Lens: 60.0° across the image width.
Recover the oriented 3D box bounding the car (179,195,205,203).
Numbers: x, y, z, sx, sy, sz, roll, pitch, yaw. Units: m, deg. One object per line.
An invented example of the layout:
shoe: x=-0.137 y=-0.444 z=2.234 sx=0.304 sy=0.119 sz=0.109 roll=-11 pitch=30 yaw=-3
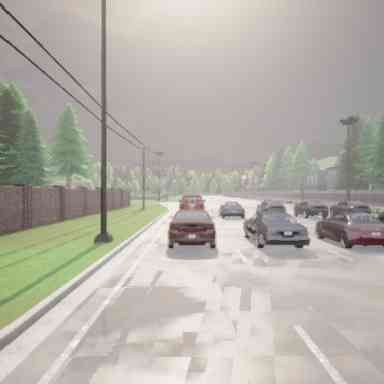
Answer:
car: x=0.000 y=1.255 z=29.680 sx=2.150 sy=2.045 sz=5.566 roll=0 pitch=0 yaw=0

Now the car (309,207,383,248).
car: x=7.000 y=1.570 z=14.650 sx=1.994 sy=1.385 sz=4.181 roll=0 pitch=0 yaw=0

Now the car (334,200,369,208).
car: x=14.000 y=1.514 z=29.650 sx=1.837 sy=1.490 sz=4.892 roll=0 pitch=0 yaw=0

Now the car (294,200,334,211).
car: x=10.500 y=1.514 z=29.650 sx=1.837 sy=1.490 sz=4.892 roll=0 pitch=0 yaw=0

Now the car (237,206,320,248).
car: x=3.500 y=1.560 z=14.650 sx=2.033 sy=1.411 sz=5.357 roll=0 pitch=0 yaw=0

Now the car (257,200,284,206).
car: x=7.000 y=1.514 z=29.650 sx=1.837 sy=1.490 sz=4.892 roll=0 pitch=0 yaw=0

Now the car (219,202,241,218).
car: x=3.500 y=1.570 z=29.650 sx=1.994 sy=1.385 sz=4.181 roll=0 pitch=0 yaw=0

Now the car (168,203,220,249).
car: x=0.000 y=1.482 z=14.650 sx=1.882 sy=1.535 sz=5.008 roll=0 pitch=0 yaw=0
